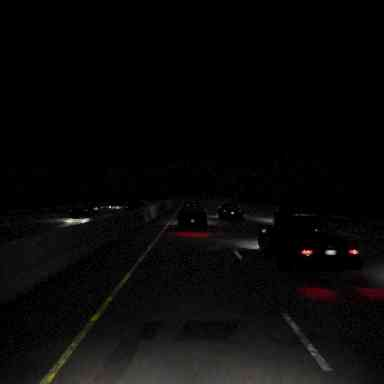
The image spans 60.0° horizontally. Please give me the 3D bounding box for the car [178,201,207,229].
[{"bbox_3d":[0.034,1.650,22.991,1.882,1.535,5.008,0,0,0],"label":"car"}]

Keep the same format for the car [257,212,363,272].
[{"bbox_3d":[3.571,1.629,11.087,2.033,1.411,5.357,0,0,0],"label":"car"}]

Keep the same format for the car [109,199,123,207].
[{"bbox_3d":[-14.196,2.037,62.876,2.033,1.411,5.357,0,0,0],"label":"car"}]

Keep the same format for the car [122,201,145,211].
[{"bbox_3d":[-7.211,1.922,42.577,1.895,1.301,4.718,0,0,0],"label":"car"}]

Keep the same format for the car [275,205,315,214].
[{"bbox_3d":[7.034,1.661,23.068,2.128,1.511,4.902,0,0,0],"label":"car"}]

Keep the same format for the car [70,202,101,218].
[{"bbox_3d":[-10.690,1.734,33.600,1.882,1.535,5.008,0,0,0],"label":"car"}]

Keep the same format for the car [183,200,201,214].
[{"bbox_3d":[-0.021,1.802,41.557,2.128,1.511,4.902,0,-1,0],"label":"car"}]

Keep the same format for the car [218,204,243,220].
[{"bbox_3d":[3.512,1.792,30.741,1.994,1.385,4.181,0,0,0],"label":"car"}]

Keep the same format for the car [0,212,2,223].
[{"bbox_3d":[-14.159,1.671,21.277,1.837,1.490,4.892,0,0,0],"label":"car"}]
